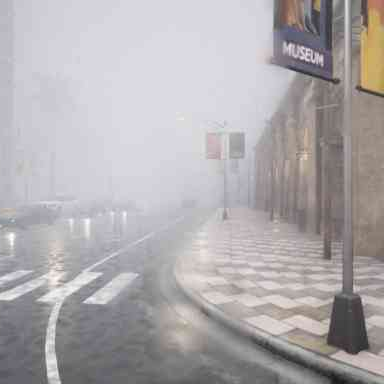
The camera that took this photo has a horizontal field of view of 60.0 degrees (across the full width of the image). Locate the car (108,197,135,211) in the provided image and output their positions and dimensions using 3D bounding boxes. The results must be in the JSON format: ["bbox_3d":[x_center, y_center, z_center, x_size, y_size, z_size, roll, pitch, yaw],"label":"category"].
[{"bbox_3d":[-8.296,1.532,40.789,1.812,1.442,4.674,0,0,7],"label":"car"}]

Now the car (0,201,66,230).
[{"bbox_3d":[-10.608,1.551,21.610,2.033,1.411,5.357,0,0,6],"label":"car"}]

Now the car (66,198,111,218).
[{"bbox_3d":[-9.512,1.530,30.974,1.812,1.442,4.674,0,0,7],"label":"car"}]

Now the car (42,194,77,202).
[{"bbox_3d":[-12.902,1.227,32.131,2.150,2.045,5.566,0,0,7],"label":"car"}]

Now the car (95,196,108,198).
[{"bbox_3d":[-11.627,1.358,42.377,2.097,1.767,4.553,0,0,7],"label":"car"}]

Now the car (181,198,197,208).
[{"bbox_3d":[-0.402,1.557,46.917,2.033,1.411,5.357,0,0,7],"label":"car"}]
